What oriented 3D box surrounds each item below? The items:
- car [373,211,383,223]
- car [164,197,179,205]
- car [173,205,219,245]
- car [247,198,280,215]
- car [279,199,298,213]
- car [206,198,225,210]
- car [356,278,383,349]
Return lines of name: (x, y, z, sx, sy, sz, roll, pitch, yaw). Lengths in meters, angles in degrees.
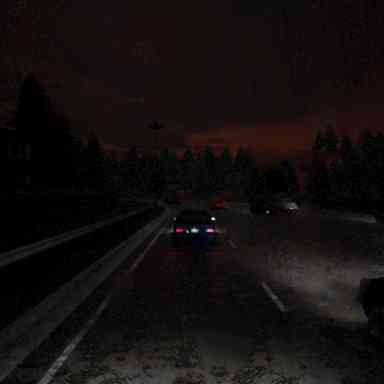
car: (14.099, 1.598, 22.061, 1.895, 1.301, 4.718, 0, 0, 0)
car: (-3.554, 1.555, 58.302, 1.994, 1.385, 4.181, 0, 0, -16)
car: (0.097, 1.545, 15.392, 2.033, 1.411, 5.357, 0, 0, 0)
car: (7.068, 1.596, 33.508, 1.895, 1.301, 4.718, 0, 0, -1)
car: (10.424, 1.520, 37.594, 1.812, 1.442, 4.674, 0, 0, -3)
car: (3.009, 1.471, 43.212, 1.882, 1.535, 5.008, 0, 0, -6)
car: (3.600, 1.600, 3.288, 1.895, 1.301, 4.718, 0, 0, 0)
